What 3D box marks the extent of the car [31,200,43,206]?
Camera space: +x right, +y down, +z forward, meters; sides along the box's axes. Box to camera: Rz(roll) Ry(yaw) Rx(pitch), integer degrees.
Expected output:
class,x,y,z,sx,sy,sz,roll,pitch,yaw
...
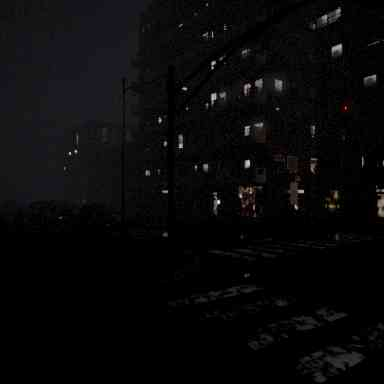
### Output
class,x,y,z,sx,sy,sz,roll,pitch,yaw
car,-39.398,2.774,84.568,1.947,1.339,4.313,-1,0,-35

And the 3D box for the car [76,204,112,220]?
class,x,y,z,sx,sy,sz,roll,pitch,yaw
car,-10.268,1.993,34.544,2.033,1.411,5.357,0,-1,-35

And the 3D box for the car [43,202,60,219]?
class,x,y,z,sx,sy,sz,roll,pitch,yaw
car,-13.973,2.036,35.306,2.008,1.369,4.403,-1,0,-35

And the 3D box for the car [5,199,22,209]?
class,x,y,z,sx,sy,sz,roll,pitch,yaw
car,-33.212,2.365,62.304,1.967,1.590,4.097,-1,0,-35

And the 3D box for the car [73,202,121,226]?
class,x,y,z,sx,sy,sz,roll,pitch,yaw
car,-7.563,1.776,26.308,1.967,1.590,4.097,-1,0,-35

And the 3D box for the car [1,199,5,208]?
class,x,y,z,sx,sy,sz,roll,pitch,yaw
car,-36.416,2.543,66.803,1.887,1.381,4.507,-1,0,-35

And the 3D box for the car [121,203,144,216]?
class,x,y,z,sx,sy,sz,roll,pitch,yaw
car,-7.457,2.005,39.741,1.752,1.417,4.829,-1,0,-35

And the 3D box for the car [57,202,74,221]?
class,x,y,z,sx,sy,sz,roll,pitch,yaw
car,-10.668,1.934,30.669,1.752,1.417,4.829,-1,0,-35

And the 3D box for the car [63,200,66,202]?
class,x,y,z,sx,sy,sz,roll,pitch,yaw
car,-20.383,2.218,48.739,1.895,1.301,4.718,0,-1,-35

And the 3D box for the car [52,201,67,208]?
class,x,y,z,sx,sy,sz,roll,pitch,yaw
car,-26.582,2.462,66.582,1.887,1.381,4.507,-1,0,-35

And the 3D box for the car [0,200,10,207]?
class,x,y,z,sx,sy,sz,roll,pitch,yaw
car,-42.730,2.666,75.663,1.752,1.417,4.829,-1,0,-35

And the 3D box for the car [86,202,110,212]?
class,x,y,z,sx,sy,sz,roll,pitch,yaw
car,-13.765,2.191,48.596,1.947,1.339,4.313,-1,0,-35

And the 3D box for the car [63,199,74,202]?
class,x,y,z,sx,sy,sz,roll,pitch,yaw
car,-23.382,2.160,62.086,2.192,1.841,5.009,-1,0,-35

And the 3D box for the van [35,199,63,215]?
class,x,y,z,sx,sy,sz,roll,pitch,yaw
van,-17.183,1.900,39.807,1.690,1.788,3.998,-1,0,-35

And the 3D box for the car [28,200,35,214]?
class,x,y,z,sx,sy,sz,roll,pitch,yaw
car,-20.387,2.073,44.306,1.967,1.590,4.097,-1,0,-35
